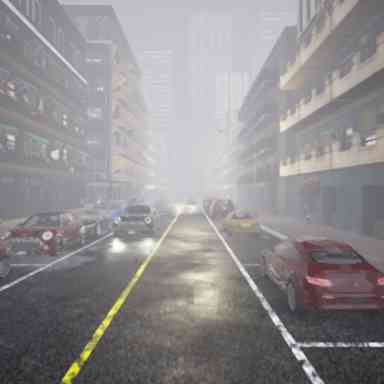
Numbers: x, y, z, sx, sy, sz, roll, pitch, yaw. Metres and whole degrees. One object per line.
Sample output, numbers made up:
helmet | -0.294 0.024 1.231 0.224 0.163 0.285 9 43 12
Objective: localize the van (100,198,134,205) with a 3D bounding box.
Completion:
van | -5.670 1.482 24.278 1.690 1.788 3.998 -1 0 0

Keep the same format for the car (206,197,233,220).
car | 2.676 1.488 29.852 2.192 1.841 5.009 -1 0 0

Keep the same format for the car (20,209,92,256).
car | -5.668 1.516 13.073 1.967 1.590 4.097 -1 0 0

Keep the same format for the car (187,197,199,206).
car | -0.003 1.975 64.107 1.895 1.301 4.718 0 0 0

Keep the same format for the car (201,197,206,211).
car | 2.675 1.554 41.056 2.192 1.841 5.009 -1 0 0

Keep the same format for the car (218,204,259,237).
car | 2.680 1.635 18.817 1.752 1.417 4.829 -1 0 0

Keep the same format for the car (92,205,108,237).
car | -5.667 1.659 18.675 2.008 1.369 4.403 -1 0 0

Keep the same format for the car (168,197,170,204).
car | -5.703 1.952 63.490 1.802 1.307 4.206 -1 0 0

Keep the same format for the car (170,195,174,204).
car | -5.704 1.987 74.695 2.008 1.369 4.403 -1 0 0

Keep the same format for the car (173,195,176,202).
car | -5.705 2.053 85.898 2.008 1.369 4.403 -1 0 0

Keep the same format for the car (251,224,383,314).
car | 2.681 1.626 7.443 1.802 1.307 4.206 -1 0 0

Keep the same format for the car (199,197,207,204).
car | 2.676 1.995 80.438 1.752 1.417 4.829 -1 0 0

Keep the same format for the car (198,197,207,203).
car | 2.676 2.068 85.870 1.947 1.339 4.313 -1 0 0

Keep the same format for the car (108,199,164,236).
car | -3.044 1.462 19.069 2.097 1.767 4.553 0 0 0

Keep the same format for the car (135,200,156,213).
car | -5.709 1.789 41.083 2.008 1.369 4.403 -1 0 0

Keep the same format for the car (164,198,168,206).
car | -5.703 1.919 57.888 1.802 1.307 4.206 -1 0 0

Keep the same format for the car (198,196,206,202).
car | 2.673 1.975 91.473 1.967 1.590 4.097 -1 0 0

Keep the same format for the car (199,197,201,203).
car | 2.675 1.619 52.260 2.192 1.841 5.009 -1 0 0

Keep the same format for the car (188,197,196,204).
car | -0.003 1.811 74.087 1.882 1.535 5.008 0 0 0

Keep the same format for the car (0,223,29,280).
car | -5.666 1.626 7.471 1.802 1.307 4.206 -1 0 0
